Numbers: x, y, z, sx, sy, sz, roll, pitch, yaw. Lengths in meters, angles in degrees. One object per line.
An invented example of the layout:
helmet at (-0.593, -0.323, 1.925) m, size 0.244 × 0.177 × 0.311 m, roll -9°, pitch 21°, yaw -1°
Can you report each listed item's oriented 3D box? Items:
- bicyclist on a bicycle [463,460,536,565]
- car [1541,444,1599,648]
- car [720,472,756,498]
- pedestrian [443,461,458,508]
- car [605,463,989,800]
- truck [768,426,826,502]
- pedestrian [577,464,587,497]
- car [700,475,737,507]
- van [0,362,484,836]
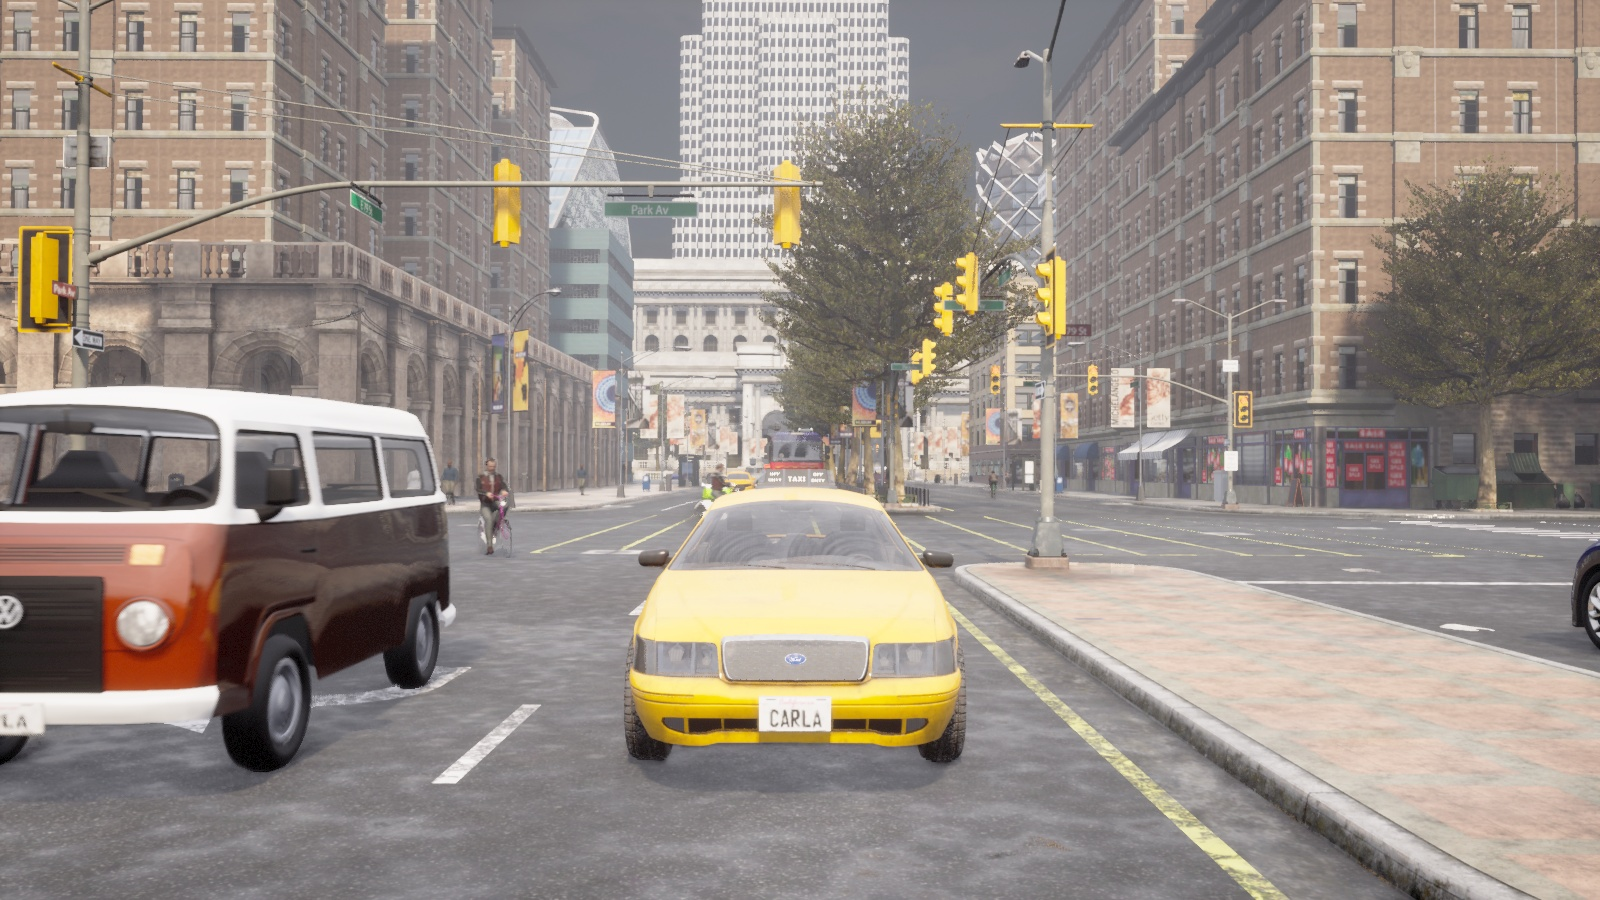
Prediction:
bicyclist on a bicycle at (-5.375, 1.082, 22.375) m, size 0.659 × 1.776 × 1.843 m, roll -1°, pitch -1°, yaw -33°
car at (7.978, 0.799, 9.444) m, size 2.097 × 1.767 × 4.553 m, roll 0°, pitch -1°, yaw 0°
car at (-3.670, 2.064, 75.025) m, size 1.882 × 1.535 × 5.008 m, roll 0°, pitch -1°, yaw 0°
pedestrian at (-13.652, 1.348, 49.062) m, size 0.370 × 1.835 × 0.726 m, roll 0°, pitch -1°, yaw 2°
car at (-0.020, 0.898, 8.598) m, size 1.801 × 1.575 × 5.366 m, roll 0°, pitch -1°, yaw 0°
truck at (-0.158, 0.786, 67.774) m, size 2.891 × 3.827 × 8.468 m, roll 0°, pitch -1°, yaw 0°
pedestrian at (-11.990, 1.676, 69.032) m, size 0.370 × 1.835 × 0.726 m, roll 0°, pitch -1°, yaw 2°
car at (-3.627, 1.823, 56.088) m, size 1.481 × 1.376 × 2.207 m, roll 0°, pitch -1°, yaw 0°
van at (-3.518, 0.680, 7.655) m, size 2.069 × 2.038 × 4.480 m, roll 0°, pitch -1°, yaw 0°
